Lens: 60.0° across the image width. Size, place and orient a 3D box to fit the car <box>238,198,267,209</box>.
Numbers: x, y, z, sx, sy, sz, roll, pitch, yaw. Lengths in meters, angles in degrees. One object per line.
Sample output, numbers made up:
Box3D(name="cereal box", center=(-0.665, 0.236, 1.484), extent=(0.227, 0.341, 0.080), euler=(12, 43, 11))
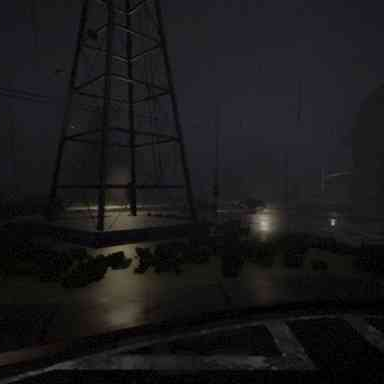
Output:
Box3D(name="car", center=(8.213, 1.491, 44.856), extent=(4.902, 1.511, 2.128), euler=(0, 0, -44))

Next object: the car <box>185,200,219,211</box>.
Box3D(name="car", center=(1.137, 1.562, 37.917), extent=(4.181, 1.385, 1.994), euler=(0, 0, -45))

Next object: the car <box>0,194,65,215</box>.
Box3D(name="car", center=(-13.812, 1.210, 28.399), extent=(5.566, 2.045, 2.150), euler=(0, 0, -44))
